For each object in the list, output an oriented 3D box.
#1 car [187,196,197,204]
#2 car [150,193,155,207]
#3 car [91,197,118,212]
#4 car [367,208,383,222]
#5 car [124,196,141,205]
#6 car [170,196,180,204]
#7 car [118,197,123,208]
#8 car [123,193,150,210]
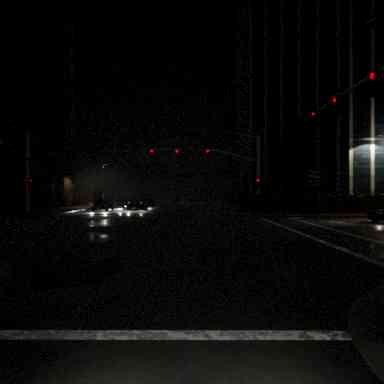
[{"bbox_3d":[-0.043,1.526,64.911,1.812,1.442,4.674,0,0,0],"label":"car"},{"bbox_3d":[-7.121,1.221,52.856,2.150,2.045,5.566,0,0,0],"label":"car"},{"bbox_3d":[-10.606,1.526,39.847,1.812,1.442,4.674,0,0,0],"label":"car"},{"bbox_3d":[15.467,1.478,24.278,5.008,1.535,1.882,0,0,-1],"label":"car"},{"bbox_3d":[-10.591,1.491,59.299,2.128,1.511,4.902,0,0,0],"label":"car"},{"bbox_3d":[-3.427,1.547,66.219,2.033,1.411,5.357,0,0,-1],"label":"car"},{"bbox_3d":[-10.625,1.491,49.116,2.128,1.511,4.902,0,0,0],"label":"car"},{"bbox_3d":[-7.126,1.352,43.355,2.097,1.767,4.553,0,0,0],"label":"car"}]
